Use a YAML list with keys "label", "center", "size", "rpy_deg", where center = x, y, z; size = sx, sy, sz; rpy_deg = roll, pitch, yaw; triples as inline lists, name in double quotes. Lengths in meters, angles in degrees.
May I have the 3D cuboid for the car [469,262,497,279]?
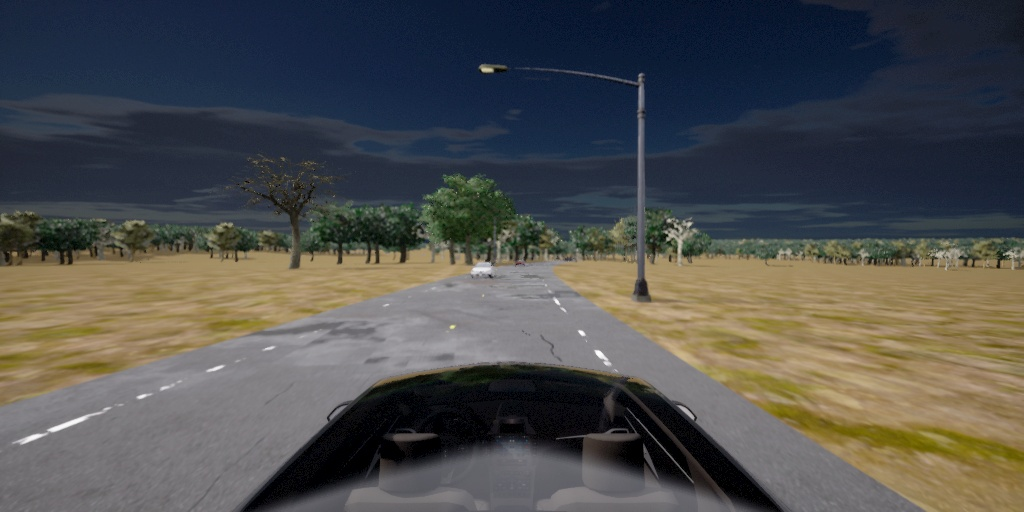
- label: "car"
  center: [-2.546, 1.283, 32.705]
  size: [1.812, 1.442, 4.674]
  rpy_deg: [0, 0, 3]
